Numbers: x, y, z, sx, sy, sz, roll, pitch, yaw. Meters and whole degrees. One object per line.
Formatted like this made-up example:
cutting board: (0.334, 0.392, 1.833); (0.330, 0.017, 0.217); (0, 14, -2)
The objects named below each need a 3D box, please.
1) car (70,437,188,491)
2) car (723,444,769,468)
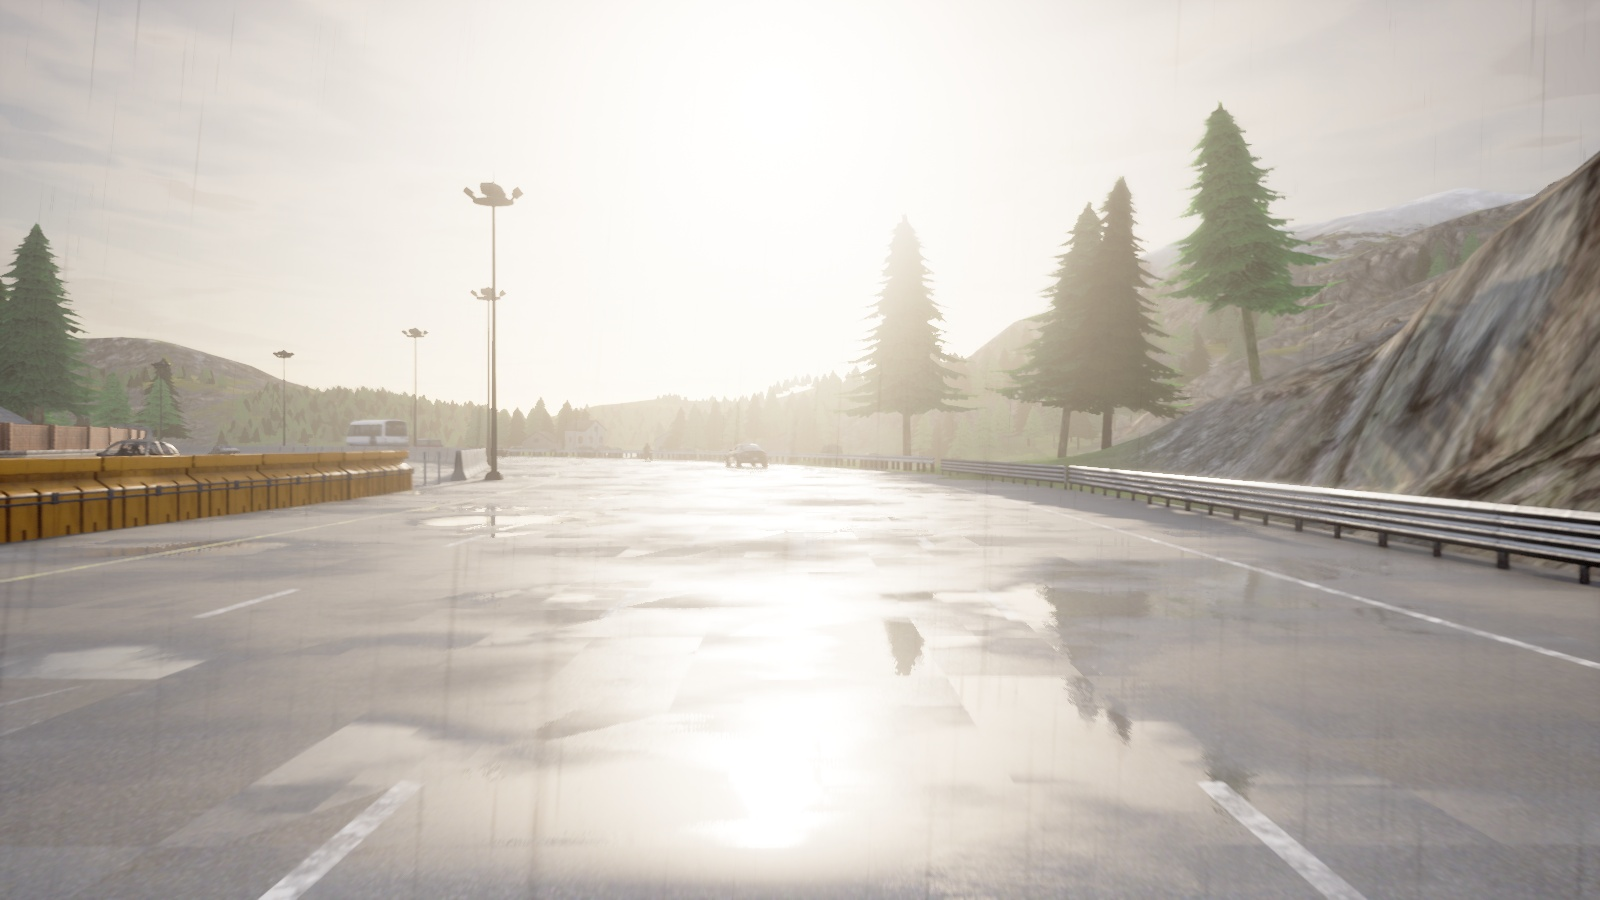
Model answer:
car: (-21.239, 0.402, 39.920); (1.851, 1.617, 3.988); (0, 0, -5)
car: (-3.384, 0.330, 77.962); (1.812, 1.442, 4.674); (0, 0, -16)
